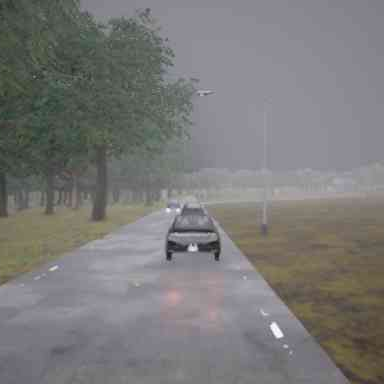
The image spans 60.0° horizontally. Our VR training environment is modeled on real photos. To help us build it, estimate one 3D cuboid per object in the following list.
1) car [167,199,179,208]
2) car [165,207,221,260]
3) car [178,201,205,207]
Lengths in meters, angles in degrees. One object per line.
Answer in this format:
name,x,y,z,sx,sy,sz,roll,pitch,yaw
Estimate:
car,-2.818,1.813,51.157,1.812,1.442,4.674,0,0,0
car,0.048,1.542,12.603,2.128,1.511,4.902,0,0,0
car,0.063,1.615,28.799,1.882,1.535,5.008,0,0,1
